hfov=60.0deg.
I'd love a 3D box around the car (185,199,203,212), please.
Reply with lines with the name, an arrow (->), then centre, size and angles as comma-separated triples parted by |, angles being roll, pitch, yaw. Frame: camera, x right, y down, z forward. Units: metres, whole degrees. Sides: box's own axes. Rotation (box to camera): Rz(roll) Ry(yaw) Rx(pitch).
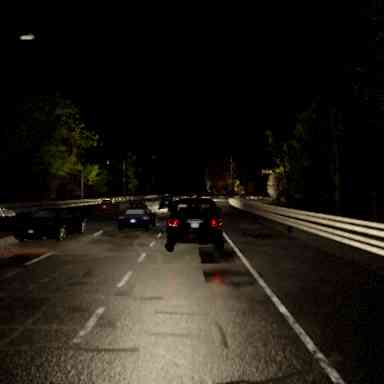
car -> 0.367, 1.683, 42.595 | 2.033, 1.411, 5.357 | 0, 0, 3

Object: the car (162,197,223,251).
car -> 0.105, 1.269, 14.473 | 2.150, 2.045, 5.566 | 0, 0, 0

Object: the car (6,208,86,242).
car -> -6.894, 1.532, 16.702 | 1.882, 1.535, 5.008 | 0, 0, 0

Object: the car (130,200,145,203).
car -> -6.886, 1.682, 41.948 | 2.033, 1.411, 5.357 | 0, 0, 0

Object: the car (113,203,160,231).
car -> -3.391, 1.632, 21.102 | 1.994, 1.385, 4.181 | 0, 0, 0

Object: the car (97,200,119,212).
car -> -10.385, 1.698, 41.474 | 1.994, 1.385, 4.181 | 0, 0, 0

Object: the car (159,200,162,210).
car -> -3.383, 1.501, 46.715 | 2.097, 1.767, 4.553 | 0, 0, 0

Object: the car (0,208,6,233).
car -> -10.394, 1.548, 17.339 | 2.128, 1.511, 4.902 | 0, 0, 0
